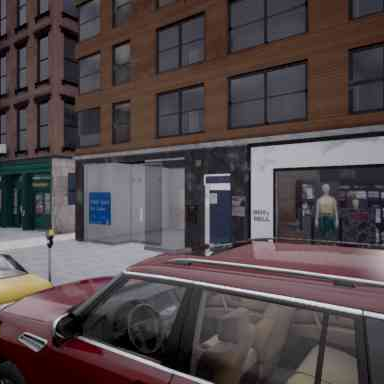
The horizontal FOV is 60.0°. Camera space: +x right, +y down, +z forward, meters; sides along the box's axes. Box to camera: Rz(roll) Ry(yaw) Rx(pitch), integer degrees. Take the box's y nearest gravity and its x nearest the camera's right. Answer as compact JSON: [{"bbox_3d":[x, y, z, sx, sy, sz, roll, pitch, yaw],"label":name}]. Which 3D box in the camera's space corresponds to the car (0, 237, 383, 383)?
[{"bbox_3d":[0.347,1.315,2.564,5.009,1.841,2.192,0,0,36],"label":"car"}]
